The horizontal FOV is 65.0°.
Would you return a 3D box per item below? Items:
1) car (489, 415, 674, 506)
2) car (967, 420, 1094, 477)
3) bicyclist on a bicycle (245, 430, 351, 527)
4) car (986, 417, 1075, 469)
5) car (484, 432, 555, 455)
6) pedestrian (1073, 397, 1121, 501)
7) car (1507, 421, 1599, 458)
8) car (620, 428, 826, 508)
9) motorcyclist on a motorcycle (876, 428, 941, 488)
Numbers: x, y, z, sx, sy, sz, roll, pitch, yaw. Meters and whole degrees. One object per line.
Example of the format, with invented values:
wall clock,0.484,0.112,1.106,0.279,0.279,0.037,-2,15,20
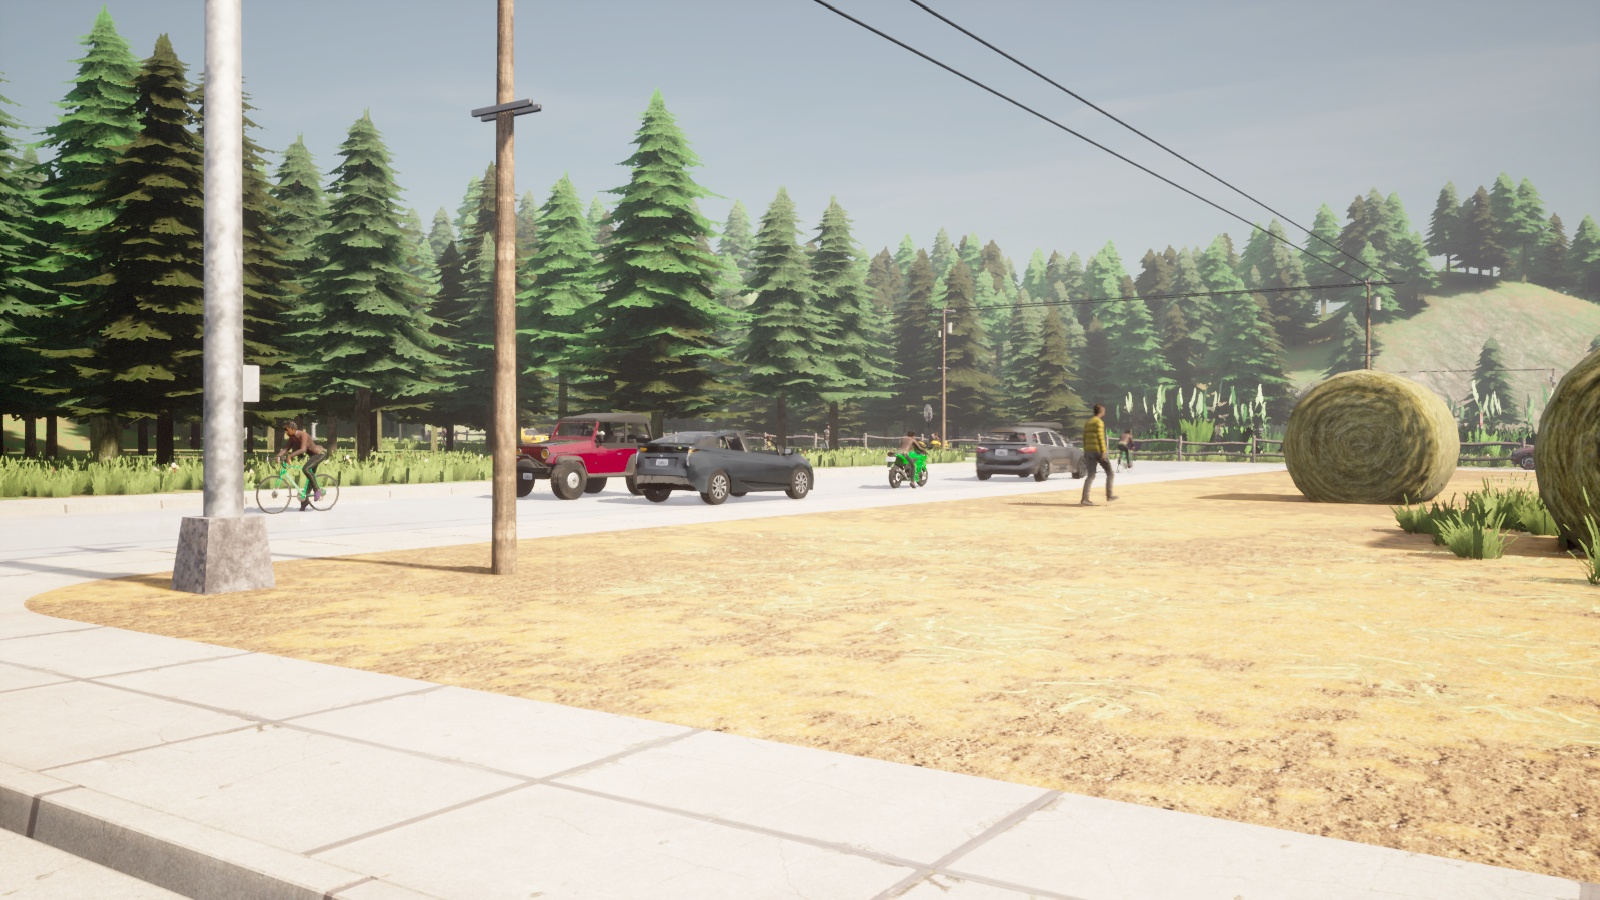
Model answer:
car,-4.816,0.179,28.155,1.905,1.878,3.866,0,1,35
car,7.322,-0.098,39.569,2.242,1.667,4.611,0,1,34
bicyclist on a bicycle,-8.880,0.477,22.268,0.582,1.620,1.656,0,1,35
car,8.824,-0.296,47.918,1.905,1.878,3.866,0,1,35
car,-20.104,-0.477,89.933,5.366,1.575,1.801,0,1,36
pedestrian,5.313,-0.026,22.478,0.709,1.840,0.431,-1,1,-24
car,31.697,-0.434,51.316,4.674,1.442,1.812,0,1,37
car,-1.531,0.311,26.751,2.007,1.525,4.514,0,1,35
motorcyclist on a motorcycle,2.875,0.193,33.132,0.797,1.523,2.044,0,1,35
